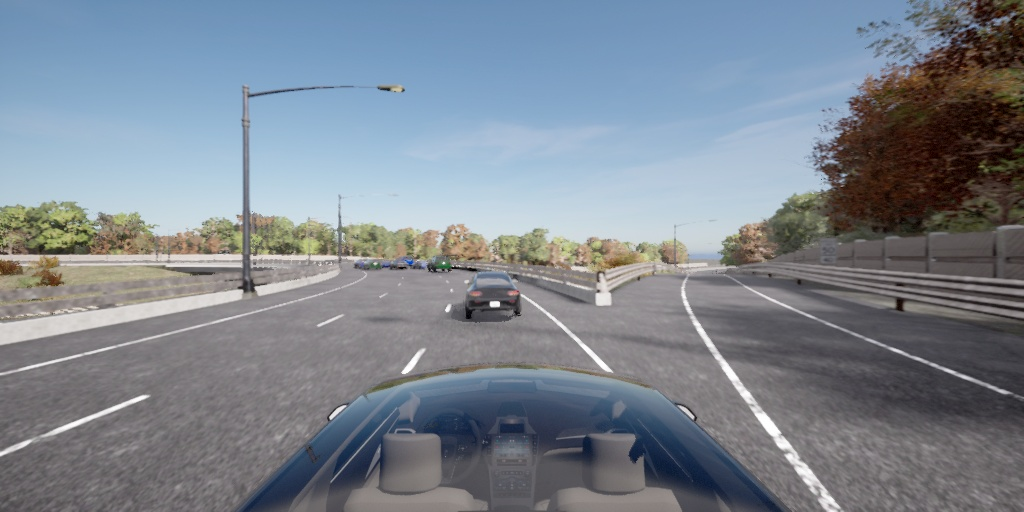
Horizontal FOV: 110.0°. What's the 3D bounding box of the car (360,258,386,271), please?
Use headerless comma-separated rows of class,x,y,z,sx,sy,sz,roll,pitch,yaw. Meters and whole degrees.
car,-20.843,1.225,53.655,2.097,1.767,4.553,0,0,-31

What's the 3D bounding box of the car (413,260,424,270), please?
car,-14.102,1.382,55.963,2.033,1.411,5.357,0,0,-31

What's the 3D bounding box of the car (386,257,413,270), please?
car,-17.020,1.343,54.023,2.128,1.511,4.902,0,0,-31

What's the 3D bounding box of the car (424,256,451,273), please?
car,-9.386,1.029,46.177,2.150,2.045,5.566,0,0,-23

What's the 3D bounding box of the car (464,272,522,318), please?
car,-0.749,1.293,13.043,1.812,1.442,4.674,0,0,-6
